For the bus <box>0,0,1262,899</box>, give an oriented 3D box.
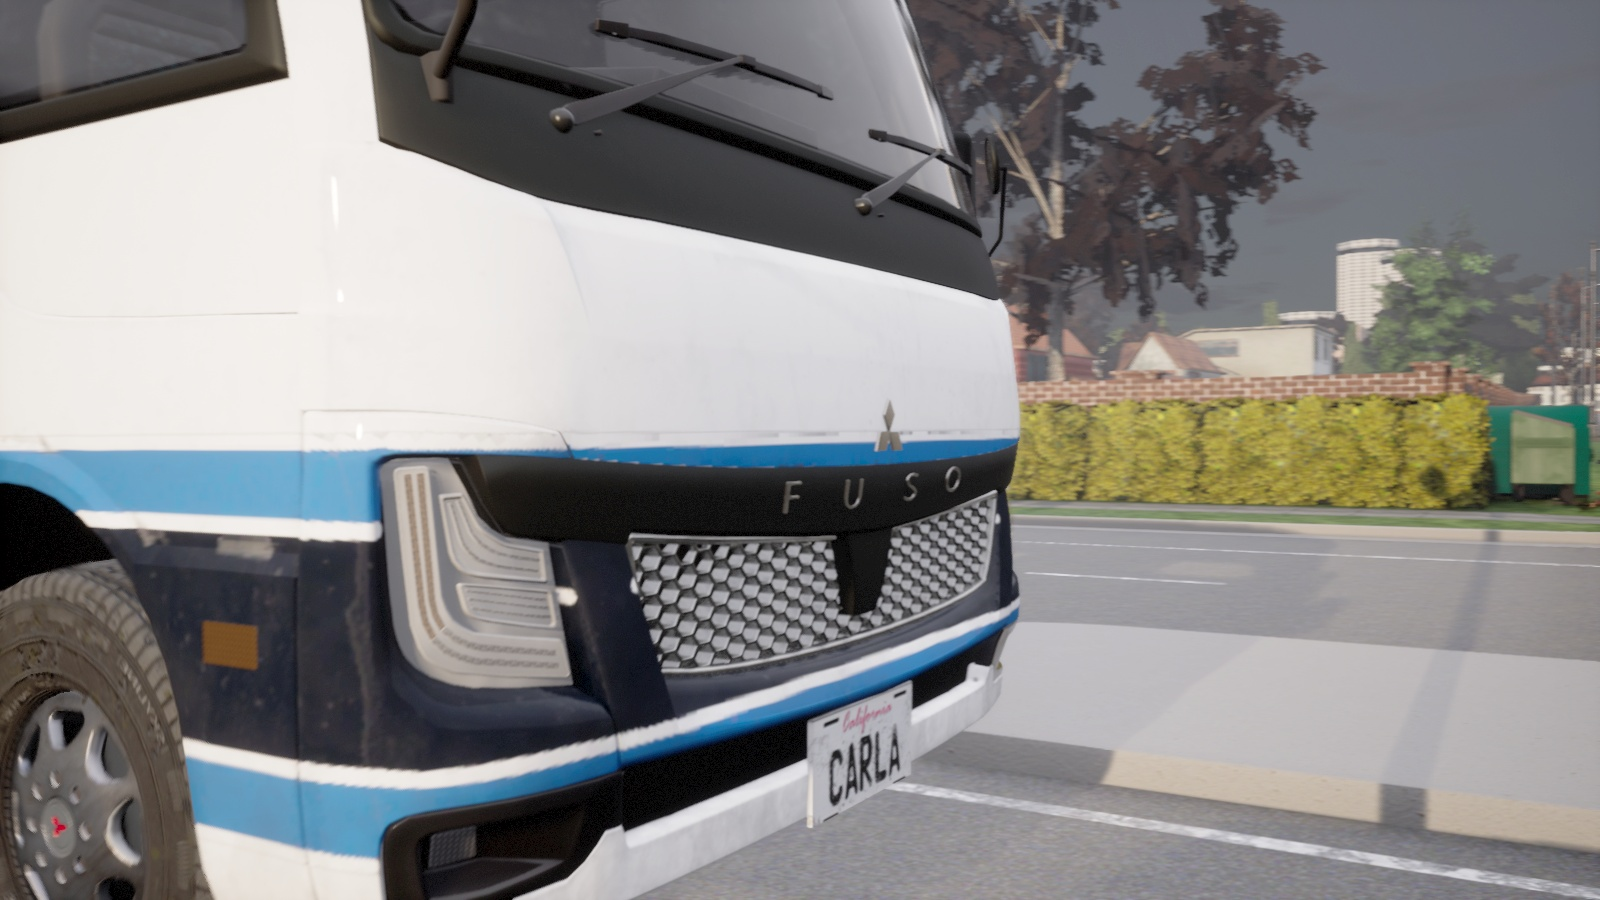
[{"bbox_3d":[-3.632,-0.639,5.804,10.273,4.253,3.944,1,1,30],"label":"bus"}]
